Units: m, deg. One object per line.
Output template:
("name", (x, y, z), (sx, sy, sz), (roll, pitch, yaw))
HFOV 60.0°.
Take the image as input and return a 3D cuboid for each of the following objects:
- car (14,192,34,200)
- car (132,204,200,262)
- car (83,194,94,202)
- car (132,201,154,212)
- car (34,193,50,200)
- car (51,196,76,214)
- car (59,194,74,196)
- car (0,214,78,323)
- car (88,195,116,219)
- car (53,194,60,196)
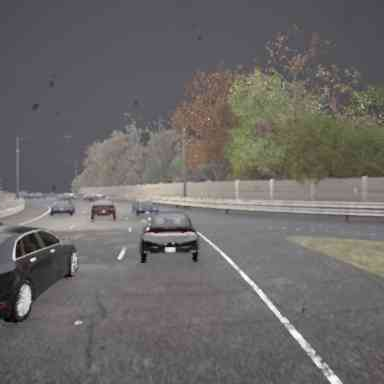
("car", (-37.729, 0.840, 74.007), (4.553, 1.767, 2.097), (0, 0, 43))
("car", (-0.832, 1.418, 11.911), (2.128, 1.511, 4.902), (0, 0, -5))
("car", (-18.571, 1.158, 61.015), (1.882, 1.535, 5.008), (0, 0, -33))
("car", (-4.348, 1.425, 30.064), (1.895, 1.301, 4.718), (0, 0, -16))
("car", (-35.246, 0.984, 76.474), (4.674, 1.442, 1.812), (0, 0, 43))
("car", (-12.004, 1.410, 31.078), (1.994, 1.385, 4.181), (0, 0, -17))
("car", (-26.988, 1.230, 73.071), (1.895, 1.301, 4.718), (0, 0, -35))
("car", (-3.863, 1.474, 7.041), (1.837, 1.490, 4.892), (0, 0, -3))
("car", (-7.365, 1.328, 27.669), (1.882, 1.535, 5.008), (0, 0, -15))
("car", (-30.854, 1.024, 78.745), (1.895, 1.301, 4.718), (0, 0, -31))
